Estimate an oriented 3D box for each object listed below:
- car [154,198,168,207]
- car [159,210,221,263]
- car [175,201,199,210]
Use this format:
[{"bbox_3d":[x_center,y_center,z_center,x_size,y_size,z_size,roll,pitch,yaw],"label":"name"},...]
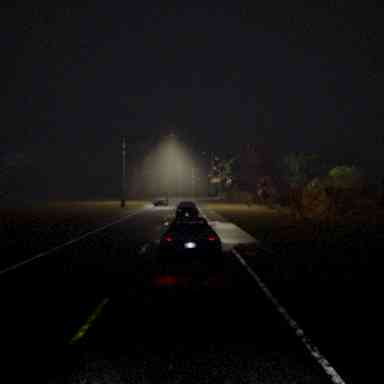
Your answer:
[{"bbox_3d":[-4.543,1.528,49.496,1.994,1.385,4.181,0,0,-1],"label":"car"},{"bbox_3d":[-0.076,1.559,11.968,1.994,1.385,4.181,0,0,-1],"label":"car"},{"bbox_3d":[-0.406,1.509,27.614,1.812,1.442,4.674,0,0,-1],"label":"car"}]
